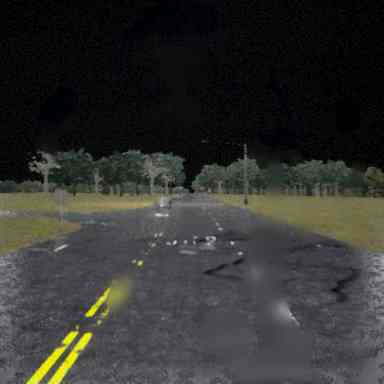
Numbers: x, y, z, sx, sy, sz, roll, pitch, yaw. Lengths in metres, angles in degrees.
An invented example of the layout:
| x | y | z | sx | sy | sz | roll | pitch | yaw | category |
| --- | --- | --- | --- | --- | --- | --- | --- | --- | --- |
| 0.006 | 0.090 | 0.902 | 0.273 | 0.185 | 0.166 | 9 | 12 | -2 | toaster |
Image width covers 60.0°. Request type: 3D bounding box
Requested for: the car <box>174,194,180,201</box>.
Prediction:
| x | y | z | sx | sy | sz | roll | pitch | yaw | category |
| --- | --- | --- | --- | --- | --- | --- | --- | --- | --- |
| -3.695 | 1.216 | 77.551 | 1.837 | 1.490 | 4.892 | 0 | 0 | 0 | car |

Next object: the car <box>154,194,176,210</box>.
| x | y | z | sx | sy | sz | roll | pitch | yaw | category |
| --- | --- | --- | --- | --- | --- | --- | --- | --- | --- |
| -3.496 | 1.416 | 41.046 | 2.128 | 1.511 | 4.902 | 0 | 1 | 0 | car |
